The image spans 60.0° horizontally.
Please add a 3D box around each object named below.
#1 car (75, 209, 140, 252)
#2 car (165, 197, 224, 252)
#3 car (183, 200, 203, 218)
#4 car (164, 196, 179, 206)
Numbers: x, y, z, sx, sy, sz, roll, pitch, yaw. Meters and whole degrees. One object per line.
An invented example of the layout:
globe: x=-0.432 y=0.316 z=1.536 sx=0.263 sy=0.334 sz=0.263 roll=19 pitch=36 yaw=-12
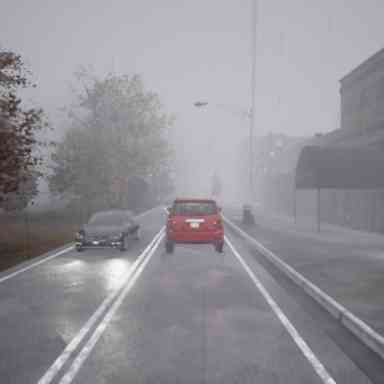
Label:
car: x=-3.353 y=1.515 z=13.987 sx=1.837 sy=1.490 sz=4.892 roll=0 pitch=0 yaw=0
car: x=0.097 y=1.232 z=14.141 sx=2.150 sy=2.045 sz=5.566 roll=0 pitch=0 yaw=0
car: x=0.093 y=1.547 z=31.729 sx=1.812 sy=1.442 sz=4.674 roll=0 pitch=0 yaw=0
car: x=-3.325 y=1.514 z=54.802 sx=2.128 sy=1.511 sz=4.902 roll=0 pitch=0 yaw=0
